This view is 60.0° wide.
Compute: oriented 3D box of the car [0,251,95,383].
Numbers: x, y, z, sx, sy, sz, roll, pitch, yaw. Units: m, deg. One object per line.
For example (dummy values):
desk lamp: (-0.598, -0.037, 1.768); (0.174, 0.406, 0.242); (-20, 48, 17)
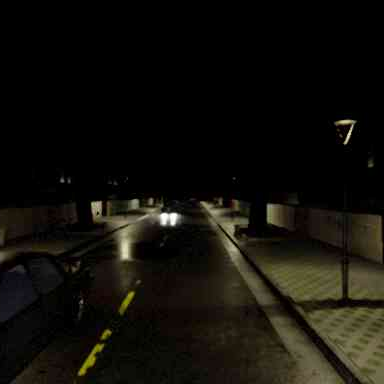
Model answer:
car: (-2.832, 1.578, 4.326); (2.033, 1.411, 5.357); (0, 0, 0)

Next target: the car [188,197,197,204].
car: (0.113, 1.943, 75.715); (2.128, 1.511, 4.902); (0, 0, 0)

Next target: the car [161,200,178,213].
car: (-2.702, 1.794, 41.311); (2.128, 1.511, 4.902); (0, -1, 0)

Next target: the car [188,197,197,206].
car: (0.098, 2.031, 65.294); (2.033, 1.411, 5.357); (0, 0, 0)
